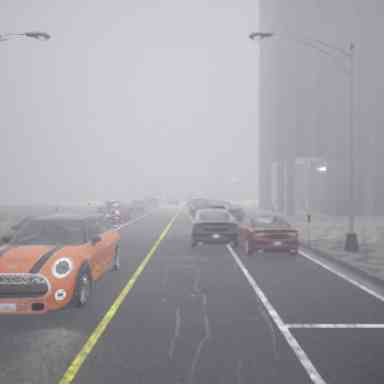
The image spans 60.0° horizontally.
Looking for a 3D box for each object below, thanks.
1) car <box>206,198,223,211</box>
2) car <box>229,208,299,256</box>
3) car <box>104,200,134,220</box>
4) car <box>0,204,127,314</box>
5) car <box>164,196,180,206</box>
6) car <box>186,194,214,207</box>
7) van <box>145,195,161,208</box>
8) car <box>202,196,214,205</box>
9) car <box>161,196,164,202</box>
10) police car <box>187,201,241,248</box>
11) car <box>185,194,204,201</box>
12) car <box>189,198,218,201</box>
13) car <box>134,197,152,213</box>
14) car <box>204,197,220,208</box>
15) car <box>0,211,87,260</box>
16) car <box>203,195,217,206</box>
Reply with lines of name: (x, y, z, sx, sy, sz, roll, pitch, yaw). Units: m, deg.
car: (2.757, 1.459, 41.339, 1.752, 1.417, 4.829, 0, 0, 0)
car: (2.759, 1.527, 12.966, 1.887, 1.381, 4.507, 0, 0, 0)
car: (-5.768, 1.406, 24.244, 1.967, 1.590, 4.097, 0, 0, 0)
car: (-3.100, 1.342, 7.823, 2.097, 1.767, 4.553, 0, 0, 0)
car: (-3.005, 1.435, 54.124, 1.837, 1.490, 4.892, 0, 0, 0)
car: (0.746, 1.306, 30.671, 2.097, 1.767, 4.553, 0, 0, 0)
van: (-5.770, 1.264, 46.808, 1.690, 1.788, 3.998, 0, 0, 0)
car: (2.755, 1.447, 58.092, 2.008, 1.369, 4.403, 0, 0, 0)
car: (-5.770, 1.435, 63.731, 2.008, 1.369, 4.403, 0, 0, 0)
police car: (0.886, 1.407, 14.811, 1.930, 1.638, 5.238, 0, 0, 0)
car: (0.561, 1.161, 71.246, 1.882, 1.535, 5.008, 0, 0, 32)
car: (0.834, 1.470, 24.701, 1.837, 1.490, 4.892, 0, 0, 0)
car: (-5.768, 1.511, 35.527, 1.947, 1.339, 4.313, 0, 0, 0)
car: (2.756, 1.473, 46.810, 2.008, 1.369, 4.403, 0, 0, 0)
car: (-5.767, 1.549, 12.962, 1.947, 1.339, 4.313, 0, 0, 0)
car: (2.756, 1.350, 52.451, 1.967, 1.590, 4.097, 0, 0, 0)
